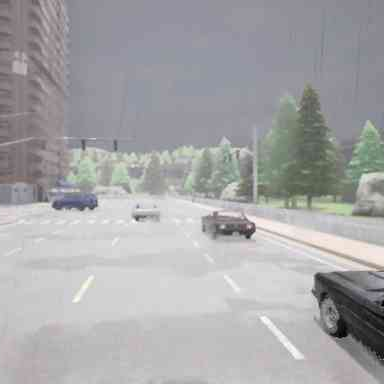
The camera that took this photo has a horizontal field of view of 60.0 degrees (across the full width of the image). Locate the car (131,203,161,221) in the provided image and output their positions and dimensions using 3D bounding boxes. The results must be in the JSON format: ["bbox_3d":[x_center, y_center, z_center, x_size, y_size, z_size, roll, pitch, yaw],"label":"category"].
[{"bbox_3d":[-3.786,1.543,26.706,1.895,1.301,4.718,0,0,-15],"label":"car"}]

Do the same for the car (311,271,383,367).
[{"bbox_3d":[3.115,1.589,3.665,1.895,1.301,4.718,0,0,-4],"label":"car"}]

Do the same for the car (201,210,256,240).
[{"bbox_3d":[1.653,1.560,16.896,1.895,1.301,4.718,0,0,-7],"label":"car"}]

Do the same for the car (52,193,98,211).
[{"bbox_3d":[-13.796,1.177,39.292,5.566,2.045,2.150,-1,0,20],"label":"car"}]
